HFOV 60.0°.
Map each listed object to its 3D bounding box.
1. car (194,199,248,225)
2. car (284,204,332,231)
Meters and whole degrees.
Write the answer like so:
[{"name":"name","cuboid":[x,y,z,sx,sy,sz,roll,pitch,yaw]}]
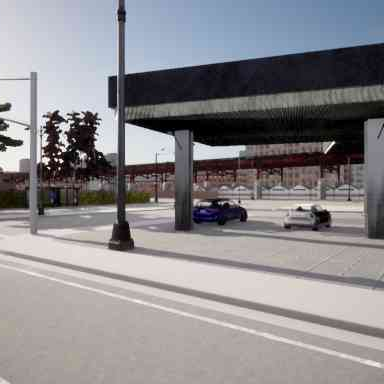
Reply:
[{"name":"car","cuboid":[2.032,1.295,22.995,2.242,1.667,4.611,0,0,37]},{"name":"car","cuboid":[7.112,1.456,20.206,1.970,1.475,3.806,0,0,37]}]
